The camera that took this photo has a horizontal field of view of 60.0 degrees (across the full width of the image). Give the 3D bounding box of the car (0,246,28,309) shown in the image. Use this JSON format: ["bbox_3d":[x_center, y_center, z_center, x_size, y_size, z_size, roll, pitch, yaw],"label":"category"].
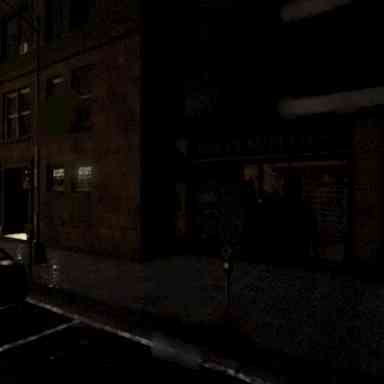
[{"bbox_3d":[-5.008,1.549,6.648,4.403,1.369,2.008,0,0,35],"label":"car"}]
